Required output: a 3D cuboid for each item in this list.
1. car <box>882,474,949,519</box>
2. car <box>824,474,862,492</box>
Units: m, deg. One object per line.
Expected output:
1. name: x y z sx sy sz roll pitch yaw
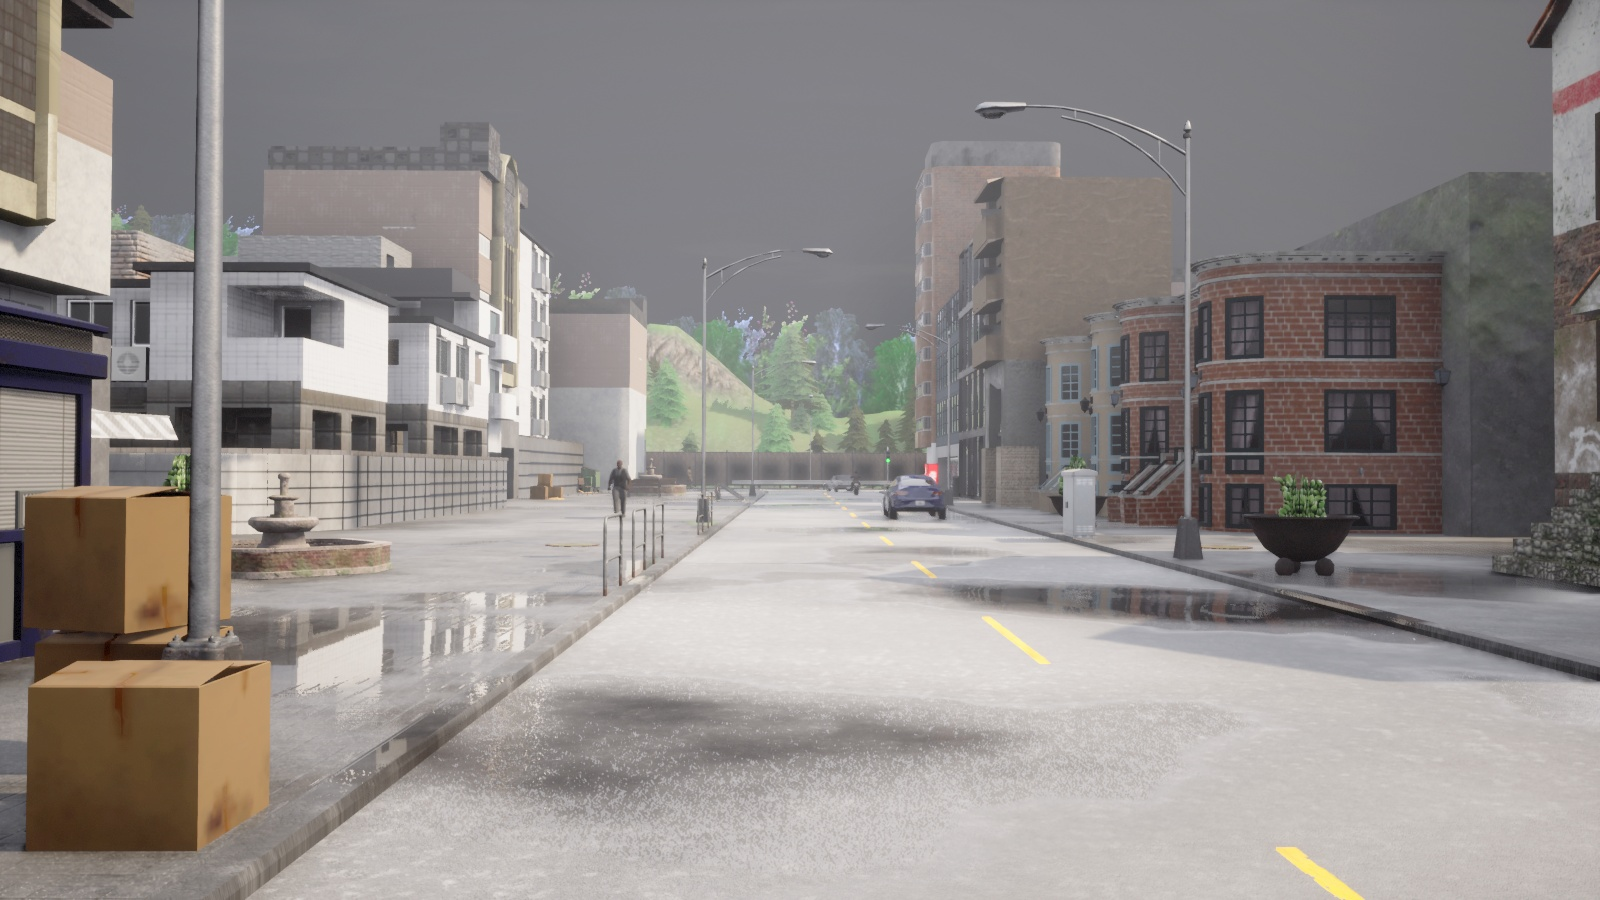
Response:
1. car: 3.861 1.540 42.699 1.812 1.442 4.674 0 -1 0
2. car: 3.173 2.478 94.087 1.895 1.301 4.718 0 -1 -10
